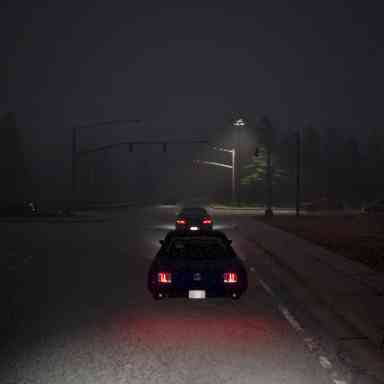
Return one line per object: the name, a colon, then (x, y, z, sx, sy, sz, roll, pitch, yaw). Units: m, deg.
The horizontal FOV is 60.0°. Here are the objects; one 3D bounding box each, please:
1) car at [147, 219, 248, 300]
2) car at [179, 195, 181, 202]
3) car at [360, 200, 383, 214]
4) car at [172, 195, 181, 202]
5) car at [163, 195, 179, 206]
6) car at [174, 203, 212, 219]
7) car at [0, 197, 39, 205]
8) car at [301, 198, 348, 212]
car: (0.099, 1.596, 8.341, 1.895, 1.301, 4.718, 0, 0, 0)
car: (-3.552, 1.522, 63.850, 1.994, 1.385, 4.181, 0, 0, 1)
car: (19.915, 1.521, 34.308, 4.674, 1.442, 1.812, 0, 0, 1)
car: (-3.423, 1.429, 74.156, 1.882, 1.535, 5.008, 0, 0, 1)
car: (-3.595, 1.528, 54.583, 1.994, 1.385, 4.181, 0, 0, 0)
car: (0.099, 1.511, 17.396, 1.812, 1.442, 4.674, 0, 0, 0)
car: (-18.343, 1.363, 35.028, 4.553, 1.767, 2.097, 0, 0, 1)
car: (15.151, 1.473, 38.126, 5.008, 1.535, 1.882, 0, 0, 1)
